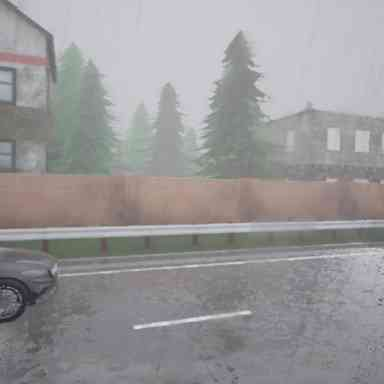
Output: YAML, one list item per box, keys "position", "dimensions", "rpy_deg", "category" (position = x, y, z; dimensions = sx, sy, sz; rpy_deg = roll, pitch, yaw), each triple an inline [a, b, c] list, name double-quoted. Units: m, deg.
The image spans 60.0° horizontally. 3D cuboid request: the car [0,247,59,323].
- position: [-4.735, 1.330, 5.537]
  dimensions: [4.674, 1.442, 1.812]
  rpy_deg: [1, 1, -21]
  category: "car"
